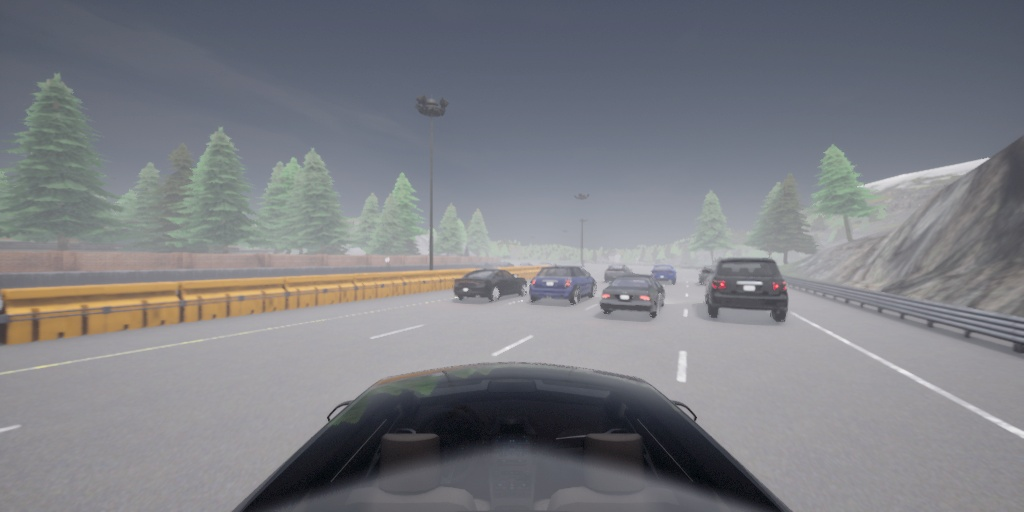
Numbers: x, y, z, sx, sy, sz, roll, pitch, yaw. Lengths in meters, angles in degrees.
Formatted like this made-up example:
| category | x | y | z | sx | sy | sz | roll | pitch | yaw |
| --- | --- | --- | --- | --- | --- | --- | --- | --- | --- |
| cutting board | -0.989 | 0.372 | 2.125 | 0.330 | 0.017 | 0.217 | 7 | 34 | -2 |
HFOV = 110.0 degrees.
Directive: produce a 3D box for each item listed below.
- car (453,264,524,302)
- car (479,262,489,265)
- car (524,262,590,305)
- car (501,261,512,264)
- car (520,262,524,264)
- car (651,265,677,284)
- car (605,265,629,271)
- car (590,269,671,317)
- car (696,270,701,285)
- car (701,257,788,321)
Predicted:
| category | x | y | z | sx | sy | sz | roll | pitch | yaw |
| --- | --- | --- | --- | --- | --- | --- | --- | --- | --- |
| car | -0.933 | 1.359 | 18.071 | 1.882 | 1.535 | 5.008 | 0 | -1 | 27 |
| car | -5.013 | 1.776 | 61.427 | 2.033 | 1.411 | 5.357 | 0 | 0 | 19 |
| car | 2.581 | 1.229 | 17.266 | 2.097 | 1.767 | 4.553 | 0 | -1 | 27 |
| car | -1.221 | 1.714 | 62.003 | 1.882 | 1.535 | 5.008 | 0 | 0 | 17 |
| car | 2.247 | 1.760 | 61.424 | 1.812 | 1.442 | 4.674 | 0 | 0 | 17 |
| car | 12.846 | 1.470 | 30.351 | 1.882 | 1.535 | 5.008 | 0 | 0 | 26 |
| car | 9.191 | 1.485 | 30.832 | 2.128 | 1.511 | 4.902 | 0 | 0 | 26 |
| car | 4.777 | 1.400 | 13.856 | 2.033 | 1.411 | 5.357 | 0 | 0 | 27 |
| car | 15.466 | 1.466 | 27.736 | 2.128 | 1.511 | 4.902 | 0 | 0 | 26 |
| car | 8.391 | 1.074 | 13.245 | 2.150 | 2.045 | 5.566 | 0 | 0 | 27 |
